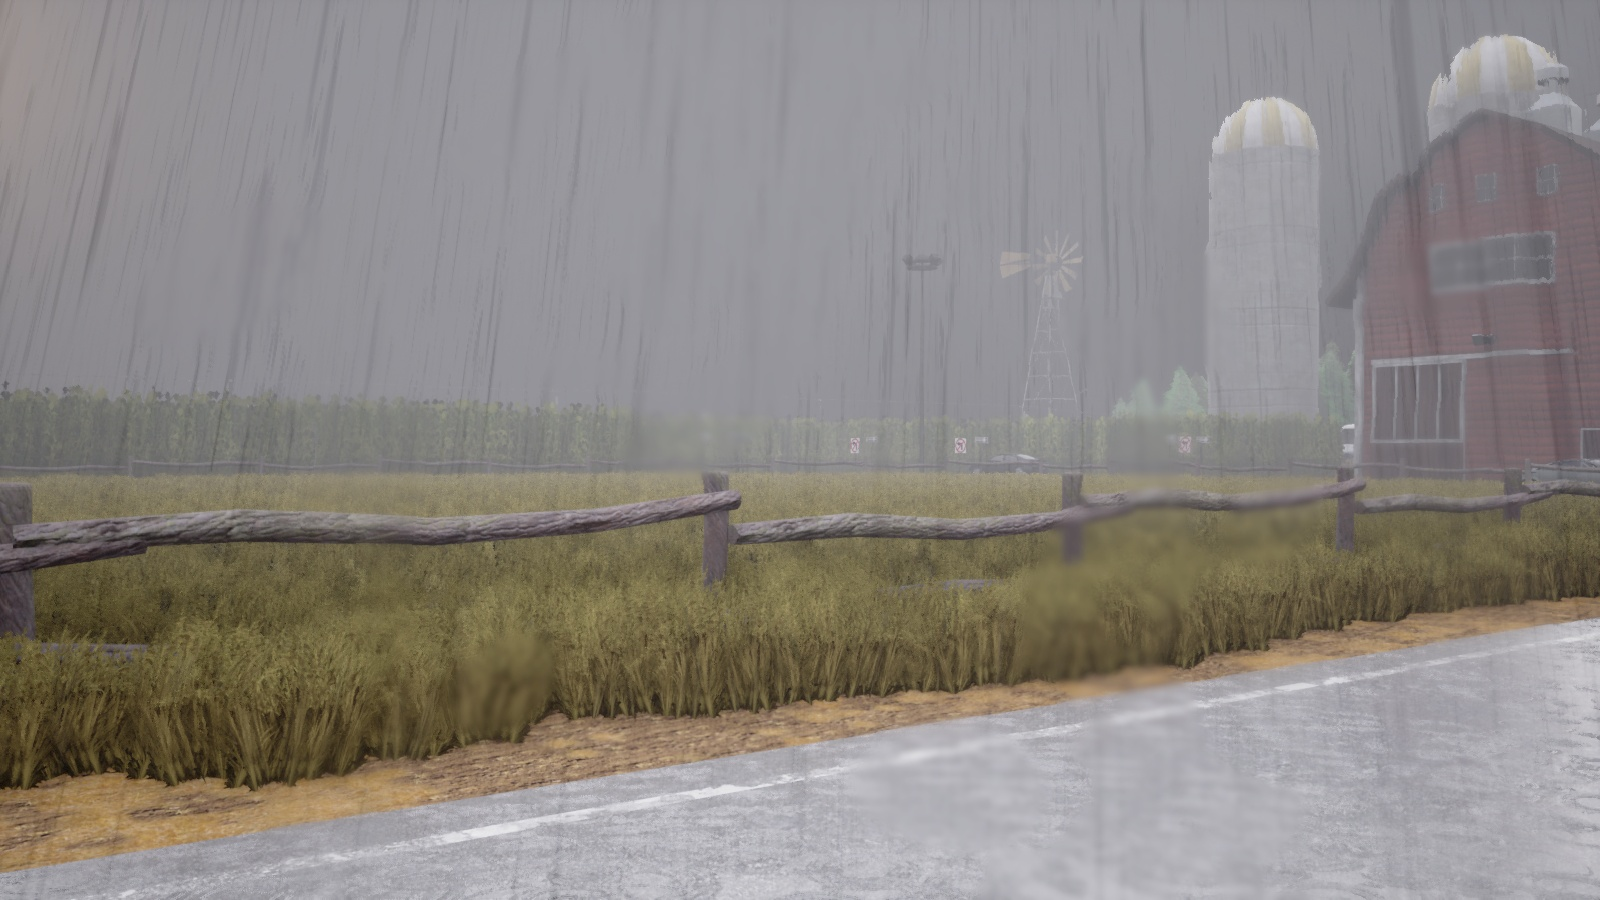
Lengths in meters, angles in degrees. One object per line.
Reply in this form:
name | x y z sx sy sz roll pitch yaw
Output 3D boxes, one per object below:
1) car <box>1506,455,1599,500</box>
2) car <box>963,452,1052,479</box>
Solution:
car | 24.977 0.853 39.727 1.994 1.385 4.181 0 0 -39
car | 12.237 0.878 74.262 5.008 1.535 1.882 0 -1 44
